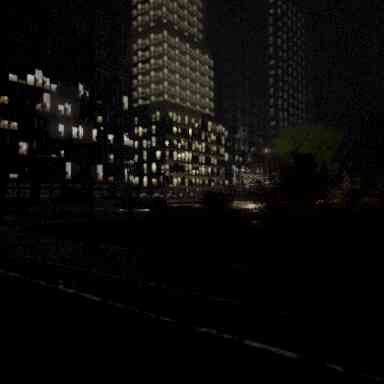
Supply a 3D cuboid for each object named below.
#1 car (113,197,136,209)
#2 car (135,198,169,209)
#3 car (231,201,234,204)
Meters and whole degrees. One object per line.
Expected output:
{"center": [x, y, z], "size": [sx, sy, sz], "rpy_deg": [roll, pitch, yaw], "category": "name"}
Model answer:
{"center": [-8.448, 1.519, 45.299], "size": [1.882, 1.535, 5.008], "rpy_deg": [-1, -1, 37], "category": "car"}
{"center": [-5.004, 1.567, 44.466], "size": [1.994, 1.385, 4.181], "rpy_deg": [-1, -1, 37], "category": "car"}
{"center": [5.468, 1.526, 58.211], "size": [2.128, 1.511, 4.902], "rpy_deg": [-1, -1, 37], "category": "car"}
